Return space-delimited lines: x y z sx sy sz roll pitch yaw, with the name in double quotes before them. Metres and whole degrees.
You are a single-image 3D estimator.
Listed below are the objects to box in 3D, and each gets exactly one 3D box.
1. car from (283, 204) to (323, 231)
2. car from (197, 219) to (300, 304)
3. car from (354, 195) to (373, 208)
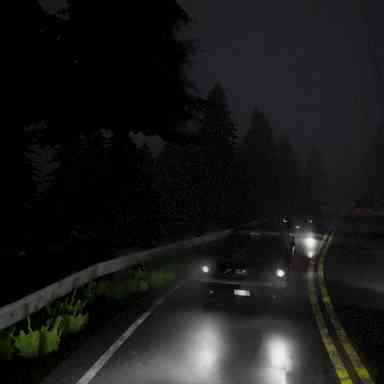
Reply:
"car" 6.785 1.459 20.119 2.033 1.411 5.357 -2 0 26
"car" 1.631 1.599 8.435 1.895 1.301 4.718 -1 0 18
"car" 20.782 1.057 40.185 2.128 1.511 4.902 -2 0 28
